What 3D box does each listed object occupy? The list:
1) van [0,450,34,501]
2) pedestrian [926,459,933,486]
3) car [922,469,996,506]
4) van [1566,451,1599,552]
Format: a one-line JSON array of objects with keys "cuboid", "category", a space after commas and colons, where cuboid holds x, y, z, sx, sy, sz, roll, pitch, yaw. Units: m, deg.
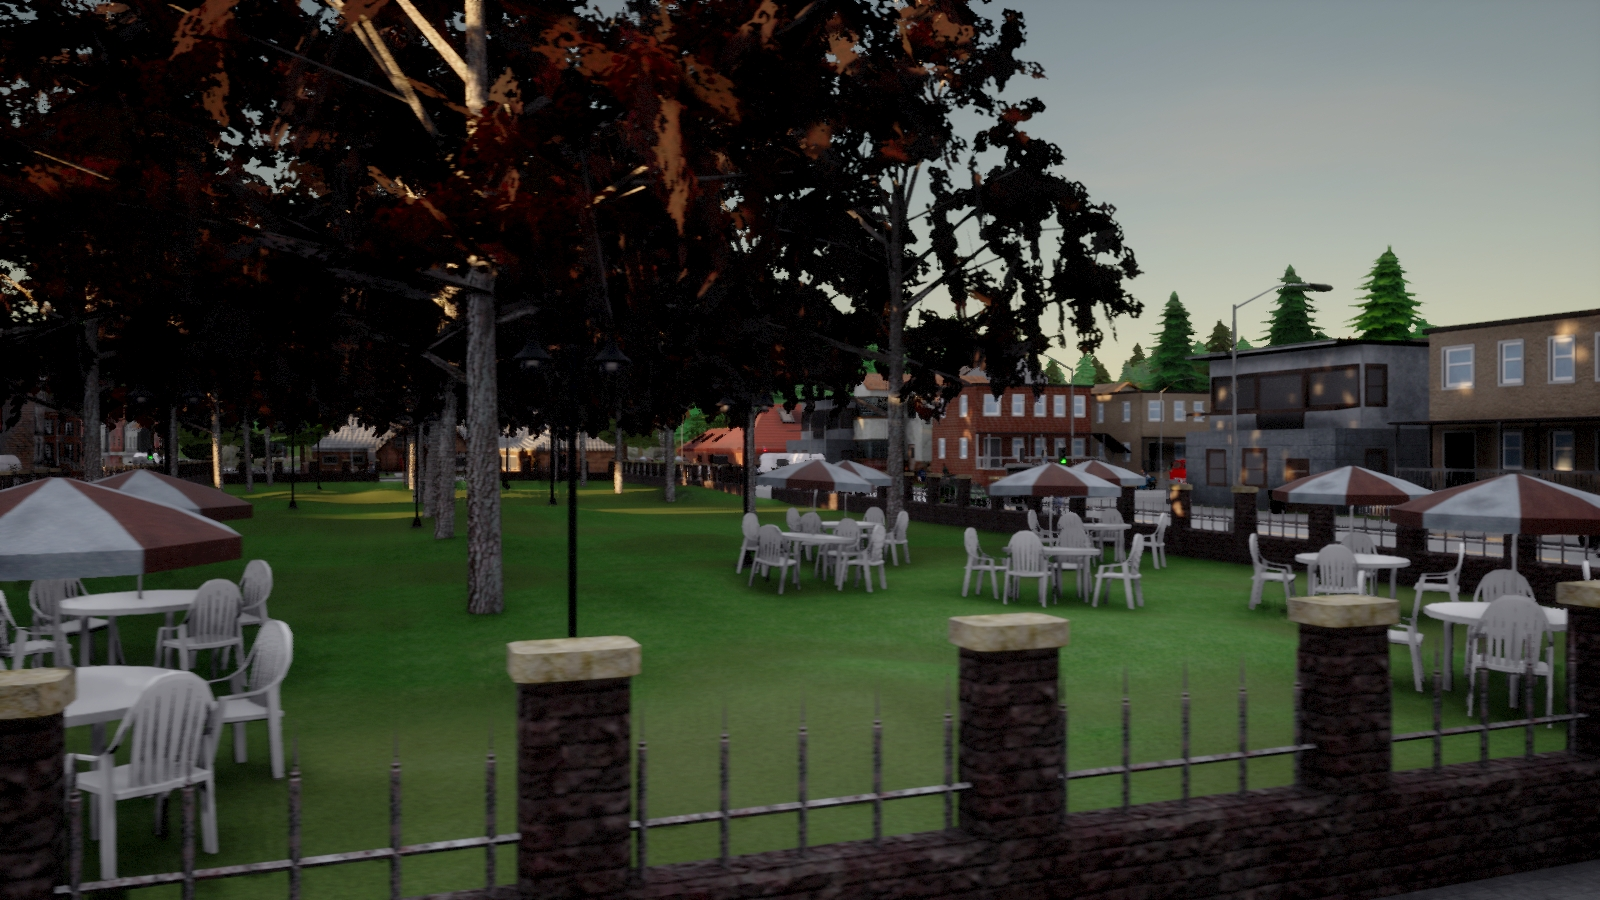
[{"cuboid": [-42.512, 1.315, 60.398, 1.988, 2.561, 5.915, 0, 0, -20], "category": "van"}, {"cuboid": [8.766, 1.517, 77.309, 0.375, 1.860, 0.375, 0, 0, -12], "category": "pedestrian"}, {"cuboid": [7.620, 1.779, 55.097, 1.851, 1.617, 3.988, 0, 0, -20], "category": "car"}, {"cuboid": [21.967, 1.314, 27.425, 1.988, 2.561, 5.915, 0, 0, -20], "category": "van"}]
